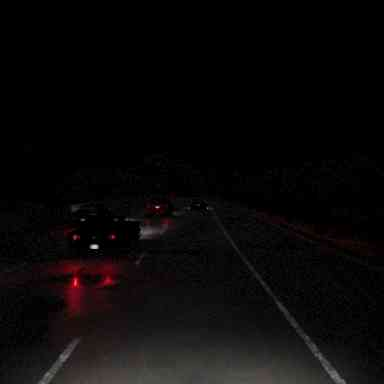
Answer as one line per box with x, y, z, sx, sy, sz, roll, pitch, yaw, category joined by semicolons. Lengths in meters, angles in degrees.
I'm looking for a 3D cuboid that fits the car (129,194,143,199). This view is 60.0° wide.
-12.267;1.553;76.582;2.128;1.511;4.902;0;0;2;car

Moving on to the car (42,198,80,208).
-13.592;1.612;34.277;1.895;1.301;4.718;0;0;2;car

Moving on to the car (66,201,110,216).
-6.700;1.533;22.810;1.812;1.442;4.674;0;0;1;car

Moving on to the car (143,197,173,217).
-2.968;1.361;31.416;2.097;1.767;4.553;0;0;2;car

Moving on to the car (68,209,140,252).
-3.362;1.605;13.766;1.895;1.301;4.718;0;0;1;car

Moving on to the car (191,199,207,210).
0.860;1.576;42.871;1.994;1.385;4.181;0;0;2;car

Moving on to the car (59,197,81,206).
-19.961;1.543;54.518;1.812;1.442;4.674;0;0;2;car

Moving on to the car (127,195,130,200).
-15.479;1.374;86.562;2.097;1.767;4.553;0;0;2;car
